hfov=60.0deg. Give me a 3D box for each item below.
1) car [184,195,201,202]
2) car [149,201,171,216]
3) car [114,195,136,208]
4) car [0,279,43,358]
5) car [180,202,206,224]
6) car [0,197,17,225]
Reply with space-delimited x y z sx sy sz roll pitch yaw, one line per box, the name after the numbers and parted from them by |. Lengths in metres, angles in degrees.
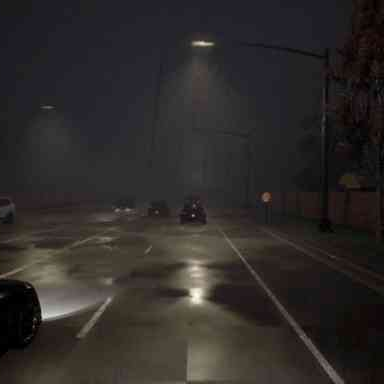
0.110 1.504 47.309 2.150 2.045 5.566 0 -1 0 | car
-3.391 1.715 34.701 1.837 1.490 4.892 0 0 0 | car
-10.489 1.535 53.555 2.150 2.045 5.566 0 0 0 | car
-3.400 1.587 3.675 1.994 1.385 4.181 0 0 0 | car
0.105 1.724 26.561 1.994 1.385 4.181 0 0 0 | car
-14.083 1.357 22.411 2.150 2.045 5.566 0 0 0 | car
